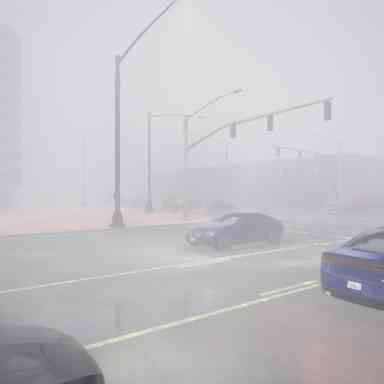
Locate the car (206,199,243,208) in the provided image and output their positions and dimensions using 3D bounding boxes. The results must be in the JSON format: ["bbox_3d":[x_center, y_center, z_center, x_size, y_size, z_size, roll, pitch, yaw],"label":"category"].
[{"bbox_3d":[3.561,1.491,36.352,2.128,1.511,4.902,0,0,-36],"label":"car"}]

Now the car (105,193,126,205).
[{"bbox_3d":[-14.033,1.221,61.100,2.150,2.045,5.566,0,0,-37],"label":"car"}]

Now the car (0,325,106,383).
[{"bbox_3d":[-2.881,1.505,1.699,4.892,1.490,1.837,0,0,-35],"label":"car"}]

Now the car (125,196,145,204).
[{"bbox_3d":[-10.756,1.525,62.774,1.812,1.442,4.674,0,0,-36],"label":"car"}]

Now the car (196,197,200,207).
[{"bbox_3d":[-0.828,1.352,48.856,2.097,1.767,4.553,0,0,-35],"label":"car"}]

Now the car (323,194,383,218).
[{"bbox_3d":[14.890,1.221,30.264,5.566,2.045,2.150,0,2,-5],"label":"car"}]

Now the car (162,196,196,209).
[{"bbox_3d":[-2.035,1.352,44.192,2.097,1.767,4.553,0,0,-35],"label":"car"}]

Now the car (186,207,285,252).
[{"bbox_3d":[1.924,1.526,13.931,4.674,1.442,1.812,0,0,-35],"label":"car"}]

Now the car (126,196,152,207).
[{"bbox_3d":[-8.021,1.491,52.593,2.128,1.511,4.902,0,0,-35],"label":"car"}]

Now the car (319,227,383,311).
[{"bbox_3d":[4.851,1.478,7.208,5.008,1.535,1.882,0,0,-35],"label":"car"}]
